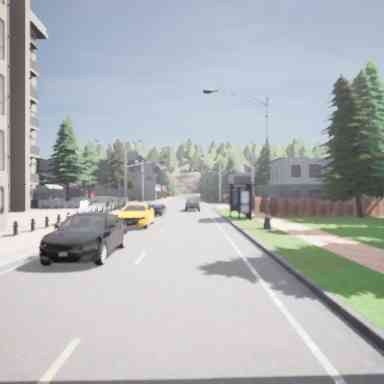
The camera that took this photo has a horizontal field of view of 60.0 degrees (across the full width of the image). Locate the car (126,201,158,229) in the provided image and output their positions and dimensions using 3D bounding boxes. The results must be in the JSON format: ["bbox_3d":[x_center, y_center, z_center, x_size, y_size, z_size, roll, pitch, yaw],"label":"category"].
[{"bbox_3d":[-3.584,1.464,21.745,1.882,1.535,5.008,0,0,0],"label":"car"}]

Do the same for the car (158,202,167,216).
[{"bbox_3d":[-3.550,1.580,31.846,1.895,1.301,4.718,0,0,0],"label":"car"}]

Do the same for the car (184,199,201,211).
[{"bbox_3d":[0.071,1.521,40.396,2.033,1.411,5.357,0,0,0],"label":"car"}]

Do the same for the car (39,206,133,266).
[{"bbox_3d":[-3.597,1.470,11.784,1.882,1.535,5.008,0,0,0],"label":"car"}]
